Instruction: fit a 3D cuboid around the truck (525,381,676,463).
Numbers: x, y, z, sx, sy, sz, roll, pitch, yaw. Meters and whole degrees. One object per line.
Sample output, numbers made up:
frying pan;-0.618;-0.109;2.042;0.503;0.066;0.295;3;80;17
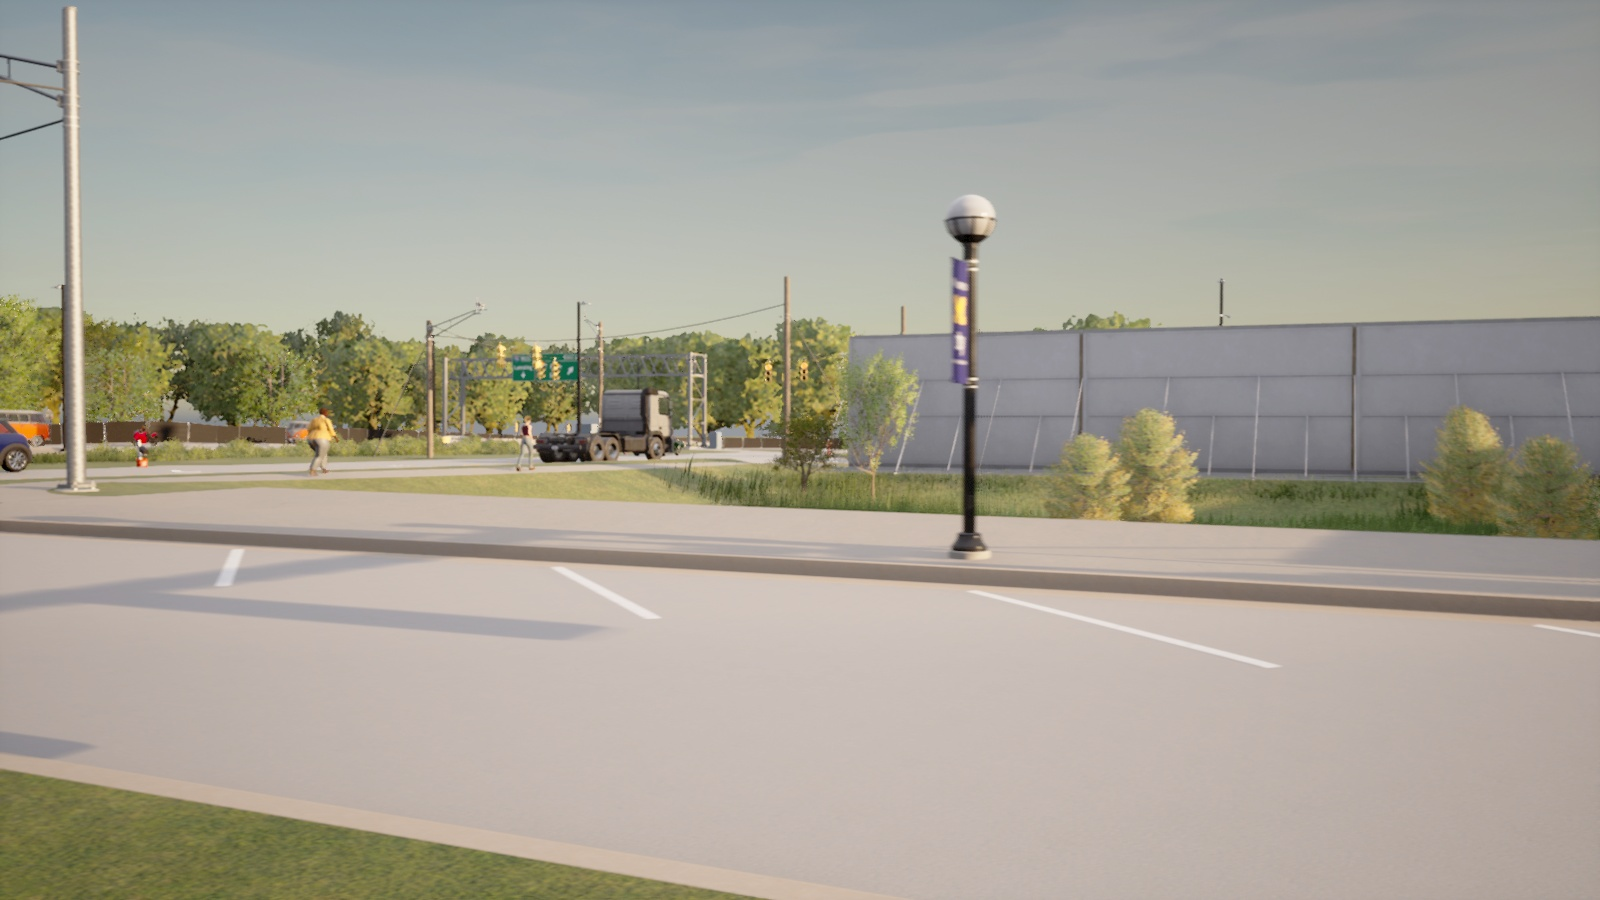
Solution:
truck;-8.858;-1.236;56.935;2.891;3.462;7.936;1;1;24

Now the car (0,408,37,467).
car;-25.149;-0.377;36.639;2.097;1.767;4.553;1;1;23

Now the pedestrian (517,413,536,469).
pedestrian;-9.013;-0.311;41.389;0.345;1.836;0.594;1;2;23

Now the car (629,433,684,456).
car;-8.281;-0.344;72.945;1.895;1.301;4.718;1;1;10

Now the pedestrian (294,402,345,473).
pedestrian;-12.658;-0.340;33.118;0.874;1.855;0.900;1;2;23

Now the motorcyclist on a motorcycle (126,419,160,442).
motorcyclist on a motorcycle;-45.400;-1.326;86.802;0.797;1.523;2.044;1;0;23

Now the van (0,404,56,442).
van;-42.346;-1.441;66.907;1.775;1.987;4.442;1;0;23
